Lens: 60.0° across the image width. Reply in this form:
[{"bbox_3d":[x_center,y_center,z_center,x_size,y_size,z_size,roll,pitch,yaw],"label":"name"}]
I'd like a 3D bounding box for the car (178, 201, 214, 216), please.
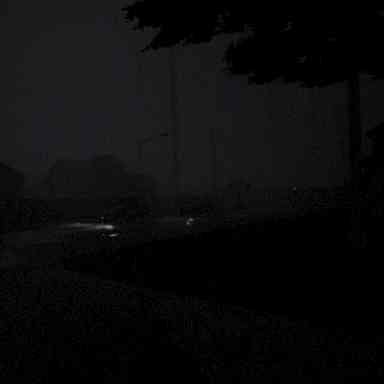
[{"bbox_3d":[0.457,1.746,35.852,1.882,1.535,5.008,-1,-1,36],"label":"car"}]

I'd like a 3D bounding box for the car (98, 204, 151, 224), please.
[{"bbox_3d":[-5.504,1.774,27.558,1.837,1.490,4.892,-1,-1,36],"label":"car"}]
